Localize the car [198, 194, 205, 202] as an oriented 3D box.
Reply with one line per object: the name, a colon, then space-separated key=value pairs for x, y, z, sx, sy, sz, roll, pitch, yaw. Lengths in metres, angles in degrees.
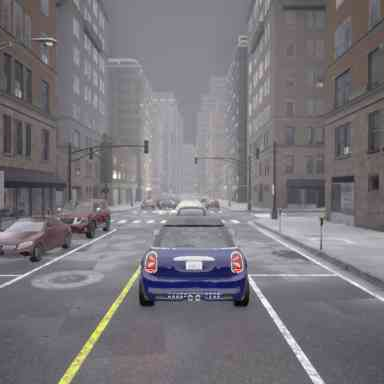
car: x=2.734 y=1.595 z=66.865 sx=1.887 sy=1.381 sz=4.507 roll=-1 pitch=0 yaw=0

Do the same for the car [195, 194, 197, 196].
car: x=2.692 y=1.411 z=89.120 sx=2.192 sy=1.841 sz=5.009 roll=-1 pitch=0 yaw=0

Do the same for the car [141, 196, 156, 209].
car: x=-5.752 y=1.601 z=44.570 sx=1.802 sy=1.307 sz=4.206 roll=-1 pitch=0 yaw=0

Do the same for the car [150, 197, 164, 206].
car: x=-5.772 y=1.578 z=55.700 sx=1.887 sy=1.381 sz=4.507 roll=-1 pitch=0 yaw=0

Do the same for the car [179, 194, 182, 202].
car: x=-3.183 y=1.523 z=54.303 sx=2.128 sy=1.511 sz=4.902 roll=0 pitch=0 yaw=0

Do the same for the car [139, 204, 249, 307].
car: x=0.049 y=1.351 z=8.153 sx=2.097 sy=1.767 sz=4.553 roll=0 pitch=0 yaw=0

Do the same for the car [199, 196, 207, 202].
car: x=2.705 y=1.635 z=83.556 sx=2.008 sy=1.369 sz=4.403 roll=-1 pitch=0 yaw=0

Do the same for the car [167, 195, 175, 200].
car: x=-5.841 y=1.547 z=94.655 sx=1.967 sy=1.590 sz=4.097 roll=-1 pitch=0 yaw=0

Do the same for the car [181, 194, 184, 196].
car: x=-3.153 y=1.596 z=65.066 sx=2.033 sy=1.411 sz=5.357 roll=0 pitch=0 yaw=1

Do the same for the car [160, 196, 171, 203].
car: x=-5.801 y=1.612 z=72.394 sx=2.008 sy=1.369 sz=4.403 roll=-1 pitch=0 yaw=0

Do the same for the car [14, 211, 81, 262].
car: x=-5.695 y=1.581 z=11.987 sx=1.802 sy=1.307 sz=4.206 roll=-1 pitch=0 yaw=0

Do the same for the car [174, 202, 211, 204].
car: x=-0.014 y=1.505 z=17.331 sx=1.837 sy=1.490 sz=4.892 roll=0 pitch=0 yaw=0

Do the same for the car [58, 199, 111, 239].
car: x=-5.708 y=1.315 z=17.570 sx=2.192 sy=1.841 sz=5.009 roll=-1 pitch=0 yaw=0

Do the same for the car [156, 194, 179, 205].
car: x=-3.173 y=1.370 z=43.971 sx=2.097 sy=1.767 sz=4.553 roll=0 pitch=0 yaw=0

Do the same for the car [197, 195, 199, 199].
car: x=2.723 y=1.501 z=72.429 sx=1.967 sy=1.590 sz=4.097 roll=-1 pitch=0 yaw=0

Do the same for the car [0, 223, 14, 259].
car: x=-5.686 y=1.550 z=6.404 sx=2.008 sy=1.369 sz=4.403 roll=-1 pitch=0 yaw=0

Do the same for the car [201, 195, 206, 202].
car: x=2.762 y=1.551 z=50.346 sx=1.752 sy=1.417 sz=4.829 roll=-1 pitch=0 yaw=0

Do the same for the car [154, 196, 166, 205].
car: x=-5.782 y=1.566 z=61.094 sx=1.752 sy=1.417 sz=4.829 roll=-1 pitch=0 yaw=0

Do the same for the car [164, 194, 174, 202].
car: x=-5.824 y=1.400 z=83.525 sx=2.192 sy=1.841 sz=5.009 roll=-1 pitch=0 yaw=0

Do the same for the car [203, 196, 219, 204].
car: x=2.773 y=1.601 z=44.612 sx=1.802 sy=1.307 sz=4.206 roll=-1 pitch=0 yaw=0
